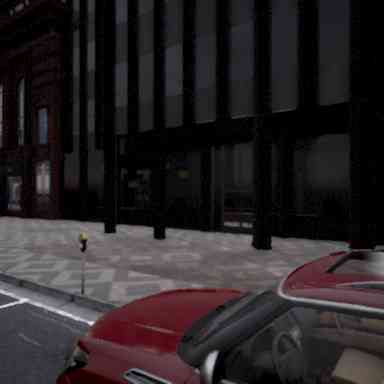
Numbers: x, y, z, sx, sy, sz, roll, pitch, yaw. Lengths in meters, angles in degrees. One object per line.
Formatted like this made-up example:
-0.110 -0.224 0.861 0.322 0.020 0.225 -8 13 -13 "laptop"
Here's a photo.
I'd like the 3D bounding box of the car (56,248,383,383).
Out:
1.298 1.315 2.035 5.009 1.841 2.192 0 0 35 "car"
